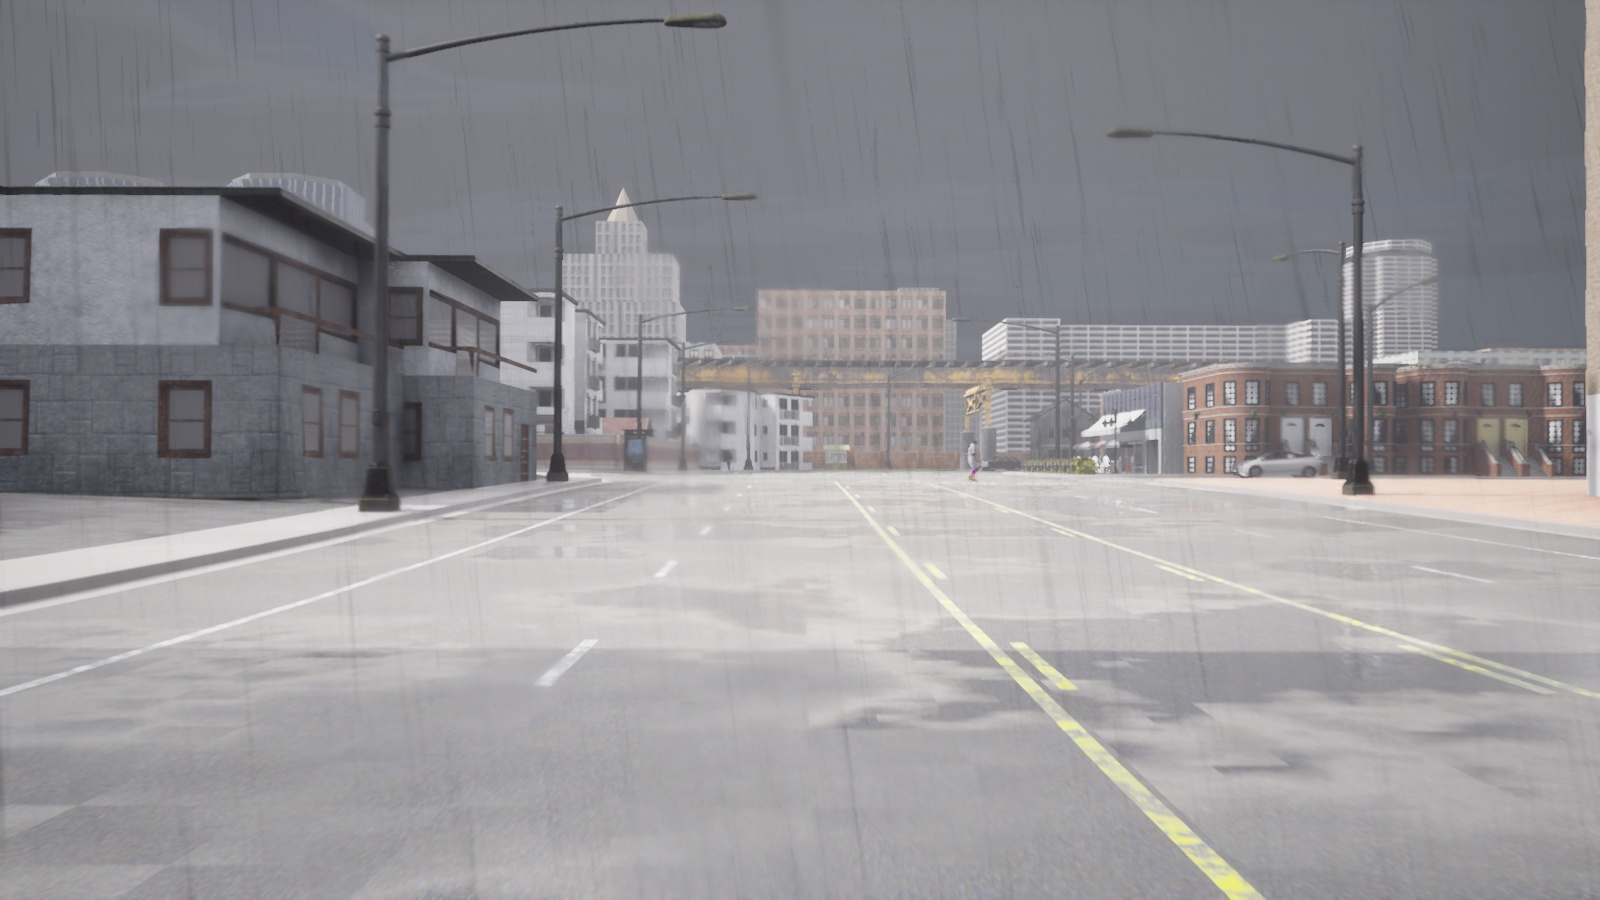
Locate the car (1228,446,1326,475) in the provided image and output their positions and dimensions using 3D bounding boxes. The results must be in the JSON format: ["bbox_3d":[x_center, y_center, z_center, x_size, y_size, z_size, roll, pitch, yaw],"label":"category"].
[{"bbox_3d":[25.411,0.558,67.003,4.514,1.525,2.007,0,-1,1],"label":"car"}]

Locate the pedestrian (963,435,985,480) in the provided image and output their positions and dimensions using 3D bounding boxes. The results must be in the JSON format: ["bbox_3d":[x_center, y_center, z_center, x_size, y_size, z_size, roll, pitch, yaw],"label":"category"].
[{"bbox_3d":[7.722,0.340,55.775,0.873,1.952,0.659,0,-1,-4],"label":"pedestrian"}]
